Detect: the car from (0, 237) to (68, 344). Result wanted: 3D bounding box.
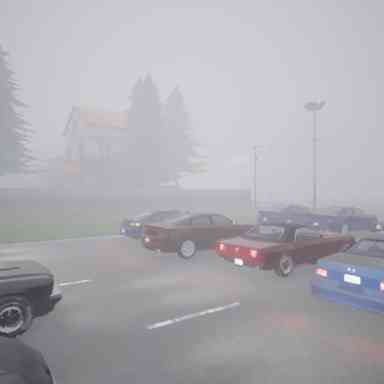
[{"bbox_3d":[-4.527,1.601,4.925,4.718,1.301,1.895,0,0,-35],"label":"car"}]

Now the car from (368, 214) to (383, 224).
[{"bbox_3d":[10.487,1.593,15.550,4.718,1.301,1.895,0,0,-36],"label":"car"}]

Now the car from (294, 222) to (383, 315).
[{"bbox_3d":[4.797,1.544,7.178,5.357,1.411,2.033,0,0,-35],"label":"car"}]

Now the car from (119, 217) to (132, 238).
[{"bbox_3d":[-1.126,1.522,15.858,4.674,1.442,1.812,0,0,-36],"label":"car"}]

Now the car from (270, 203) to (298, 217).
[{"bbox_3d":[6.343,1.470,21.192,5.008,1.535,1.882,0,0,-36],"label":"car"}]

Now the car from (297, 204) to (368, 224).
[{"bbox_3d":[8.287,1.470,18.281,5.008,1.535,1.882,0,0,-36],"label":"car"}]

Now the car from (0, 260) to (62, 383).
[{"bbox_3d":[-3.191,1.492,1.484,4.902,1.511,2.128,0,0,-35],"label":"car"}]

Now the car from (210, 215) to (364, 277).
[{"bbox_3d":[3.075,1.597,10.262,4.718,1.301,1.895,0,0,-35],"label":"car"}]

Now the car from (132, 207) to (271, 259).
[{"bbox_3d":[0.499,1.474,12.725,5.008,1.535,1.882,0,0,-35],"label":"car"}]
